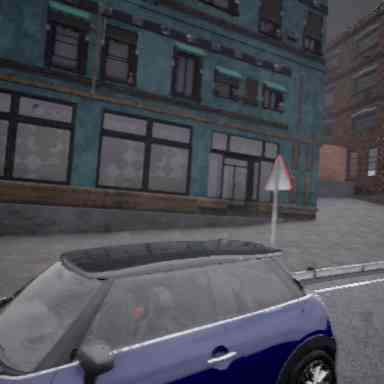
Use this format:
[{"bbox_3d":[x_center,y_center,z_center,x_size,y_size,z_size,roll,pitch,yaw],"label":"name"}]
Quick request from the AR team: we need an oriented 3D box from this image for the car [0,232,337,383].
[{"bbox_3d":[-0.754,1.336,3.127,4.553,1.767,2.097,1,0,-32],"label":"car"}]
